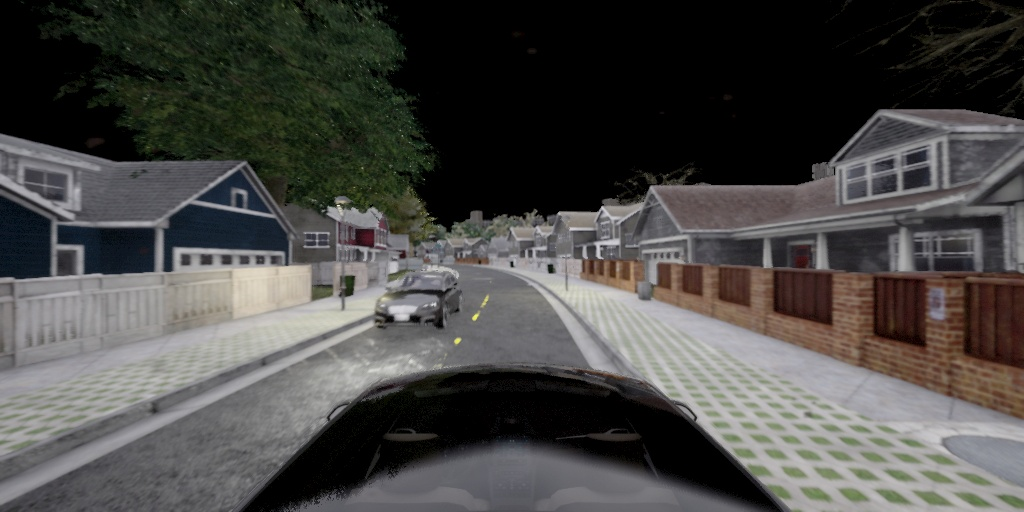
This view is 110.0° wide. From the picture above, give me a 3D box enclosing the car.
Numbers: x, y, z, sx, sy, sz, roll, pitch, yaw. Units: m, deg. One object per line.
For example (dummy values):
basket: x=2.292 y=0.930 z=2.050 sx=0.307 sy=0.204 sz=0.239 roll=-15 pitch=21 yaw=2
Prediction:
car: x=-2.710 y=1.250 z=11.322 sx=2.128 sy=1.511 sz=4.902 roll=0 pitch=0 yaw=0
